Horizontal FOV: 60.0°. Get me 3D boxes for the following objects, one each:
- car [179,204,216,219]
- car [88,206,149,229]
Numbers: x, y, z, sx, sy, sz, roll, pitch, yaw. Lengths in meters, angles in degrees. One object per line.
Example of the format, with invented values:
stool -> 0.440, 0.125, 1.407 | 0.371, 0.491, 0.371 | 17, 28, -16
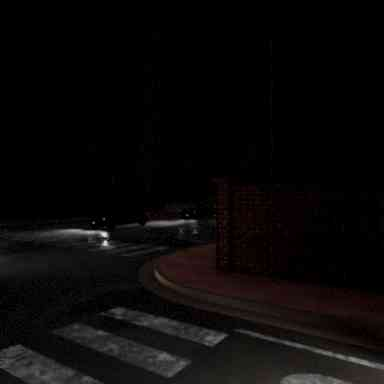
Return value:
car -> 0.755, 1.767, 31.312 | 1.895, 1.301, 4.718 | -1, -1, 32
car -> -4.926, 1.690, 23.043 | 1.812, 1.442, 4.674 | -1, -1, 35
